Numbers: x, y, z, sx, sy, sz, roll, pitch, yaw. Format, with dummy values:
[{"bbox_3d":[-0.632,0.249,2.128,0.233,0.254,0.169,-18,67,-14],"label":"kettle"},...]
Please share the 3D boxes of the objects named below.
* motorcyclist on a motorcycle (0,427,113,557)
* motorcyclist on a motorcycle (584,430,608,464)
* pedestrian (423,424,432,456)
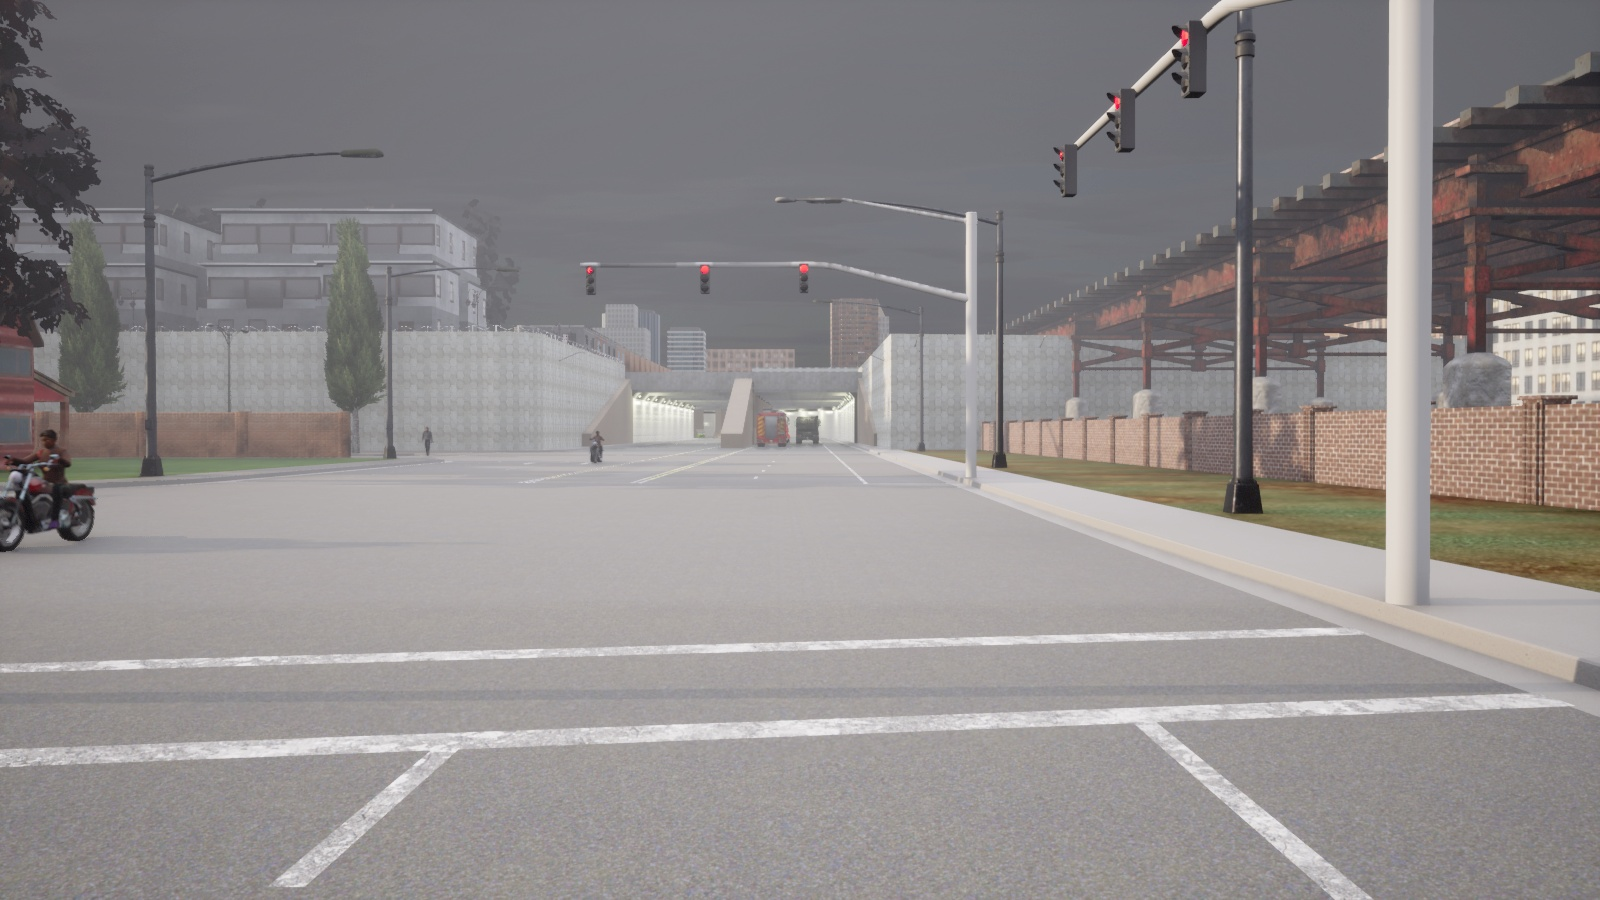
[{"bbox_3d":[-10.387,0.513,17.085,0.766,1.649,2.350,0,1,0],"label":"motorcyclist on a motorcycle"},{"bbox_3d":[-10.114,-0.171,62.315,0.766,1.649,2.350,1,1,1],"label":"motorcyclist on a motorcycle"},{"bbox_3d":[-22.513,-0.593,75.889,0.423,1.949,0.788,0,1,-13],"label":"pedestrian"}]
